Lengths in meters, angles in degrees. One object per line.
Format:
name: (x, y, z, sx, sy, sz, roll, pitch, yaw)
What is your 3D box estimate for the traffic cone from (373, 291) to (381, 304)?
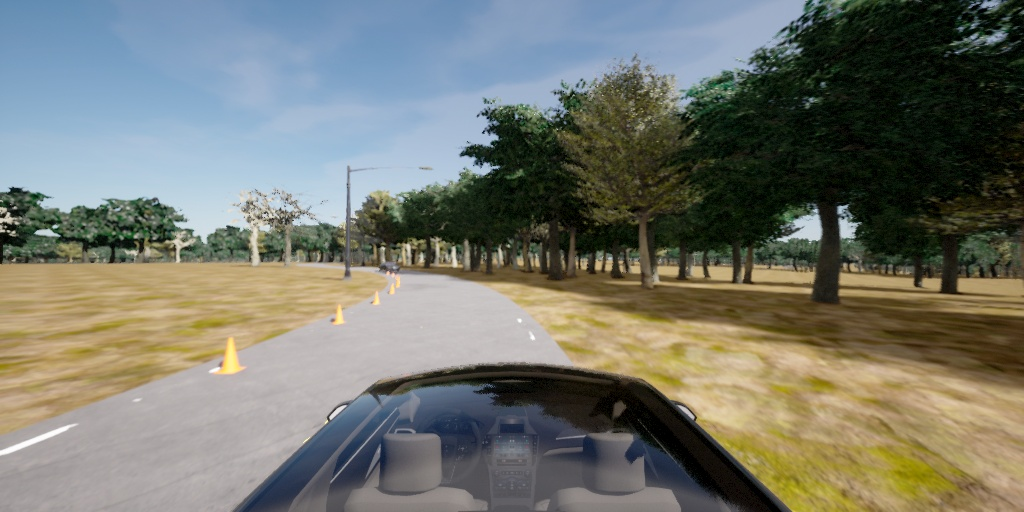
traffic cone: (-6.058, 1.847, 16.043, 0.340, 0.580, 0.340, 0, 0, -9)

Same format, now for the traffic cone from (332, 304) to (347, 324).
traffic cone: (-5.409, 1.799, 11.228, 0.340, 0.580, 0.340, 0, 0, -6)

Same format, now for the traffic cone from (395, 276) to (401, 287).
traffic cone: (-8.103, 1.928, 25.539, 0.340, 0.580, 0.340, 0, 0, -15)

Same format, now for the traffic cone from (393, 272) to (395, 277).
traffic cone: (-11.126, 1.983, 34.771, 0.340, 0.580, 0.340, 0, 0, -21)

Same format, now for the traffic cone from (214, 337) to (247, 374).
traffic cone: (-5.012, 1.749, 6.385, 0.340, 0.580, 0.340, 0, 0, -3)

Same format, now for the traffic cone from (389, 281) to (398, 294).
traffic cone: (-6.957, 1.891, 20.817, 0.340, 0.580, 0.340, 0, 0, -12)

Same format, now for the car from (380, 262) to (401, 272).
car: (-17.759, 1.568, 52.126, 2.128, 1.511, 4.902, 1, -1, -37)

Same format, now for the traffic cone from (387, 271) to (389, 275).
traffic cone: (-15.092, 2.010, 43.640, 0.340, 0.580, 0.340, 0, 0, -27)
